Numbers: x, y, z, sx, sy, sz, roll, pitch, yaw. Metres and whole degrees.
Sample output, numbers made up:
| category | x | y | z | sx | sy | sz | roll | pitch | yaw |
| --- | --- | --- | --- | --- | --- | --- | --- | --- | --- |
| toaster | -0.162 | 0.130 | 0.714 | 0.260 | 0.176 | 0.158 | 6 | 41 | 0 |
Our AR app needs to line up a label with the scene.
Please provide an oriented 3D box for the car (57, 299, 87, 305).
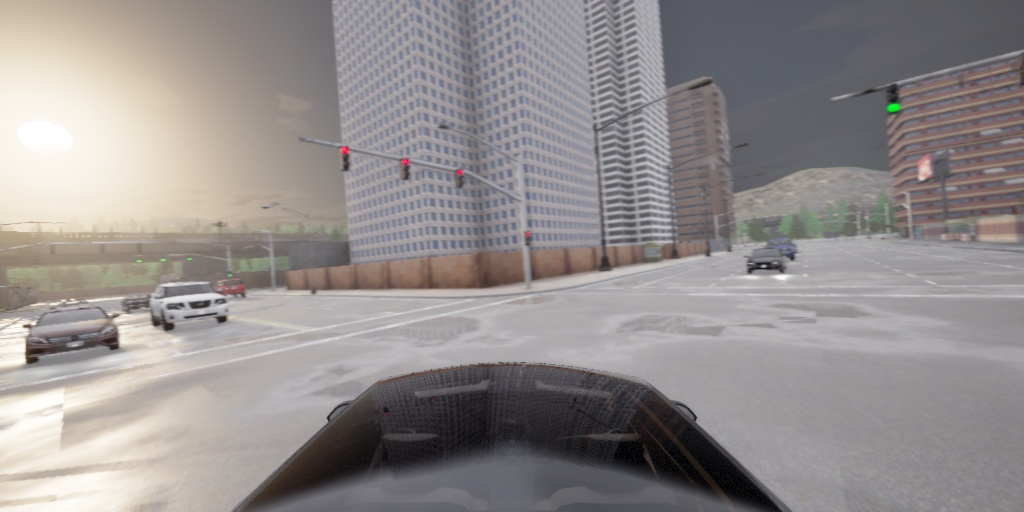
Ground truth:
| category | x | y | z | sx | sy | sz | roll | pitch | yaw |
| --- | --- | --- | --- | --- | --- | --- | --- | --- | --- |
| car | -33.310 | 3.988 | 27.203 | 5.357 | 1.411 | 2.033 | -5 | -1 | 39 |

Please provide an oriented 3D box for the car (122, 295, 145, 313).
| category | x | y | z | sx | sy | sz | roll | pitch | yaw |
| --- | --- | --- | --- | --- | --- | --- | --- | --- | --- |
| car | -30.659 | 3.863 | 29.552 | 4.718 | 1.301 | 1.895 | -5 | -1 | 39 |

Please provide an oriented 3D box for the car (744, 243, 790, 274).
| category | x | y | z | sx | sy | sz | roll | pitch | yaw |
| --- | --- | --- | --- | --- | --- | --- | --- | --- | --- |
| car | 16.047 | 0.235 | 22.601 | 1.837 | 1.490 | 4.892 | -5 | -1 | 39 |

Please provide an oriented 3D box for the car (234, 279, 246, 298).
| category | x | y | z | sx | sy | sz | roll | pitch | yaw |
| --- | --- | --- | --- | --- | --- | --- | --- | --- | --- |
| car | -30.457 | 3.547 | 38.568 | 5.566 | 2.045 | 2.150 | -4 | 0 | 42 |

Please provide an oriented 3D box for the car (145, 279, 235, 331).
| category | x | y | z | sx | sy | sz | roll | pitch | yaw |
| --- | --- | --- | --- | --- | --- | --- | --- | --- | --- |
| car | -15.606 | 2.261 | 17.250 | 5.566 | 2.045 | 2.150 | -5 | -1 | 39 |

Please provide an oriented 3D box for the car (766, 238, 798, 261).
| category | x | y | z | sx | sy | sz | roll | pitch | yaw |
| --- | --- | --- | --- | --- | --- | --- | --- | --- | --- |
| car | 24.651 | -0.608 | 33.079 | 2.150 | 2.045 | 5.566 | -5 | 0 | 40 |

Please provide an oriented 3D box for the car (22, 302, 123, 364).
| category | x | y | z | sx | sy | sz | roll | pitch | yaw |
| --- | --- | --- | --- | --- | --- | --- | --- | --- | --- |
| car | -14.508 | 2.439 | 11.900 | 4.674 | 1.442 | 1.812 | -4 | 0 | 39 |
